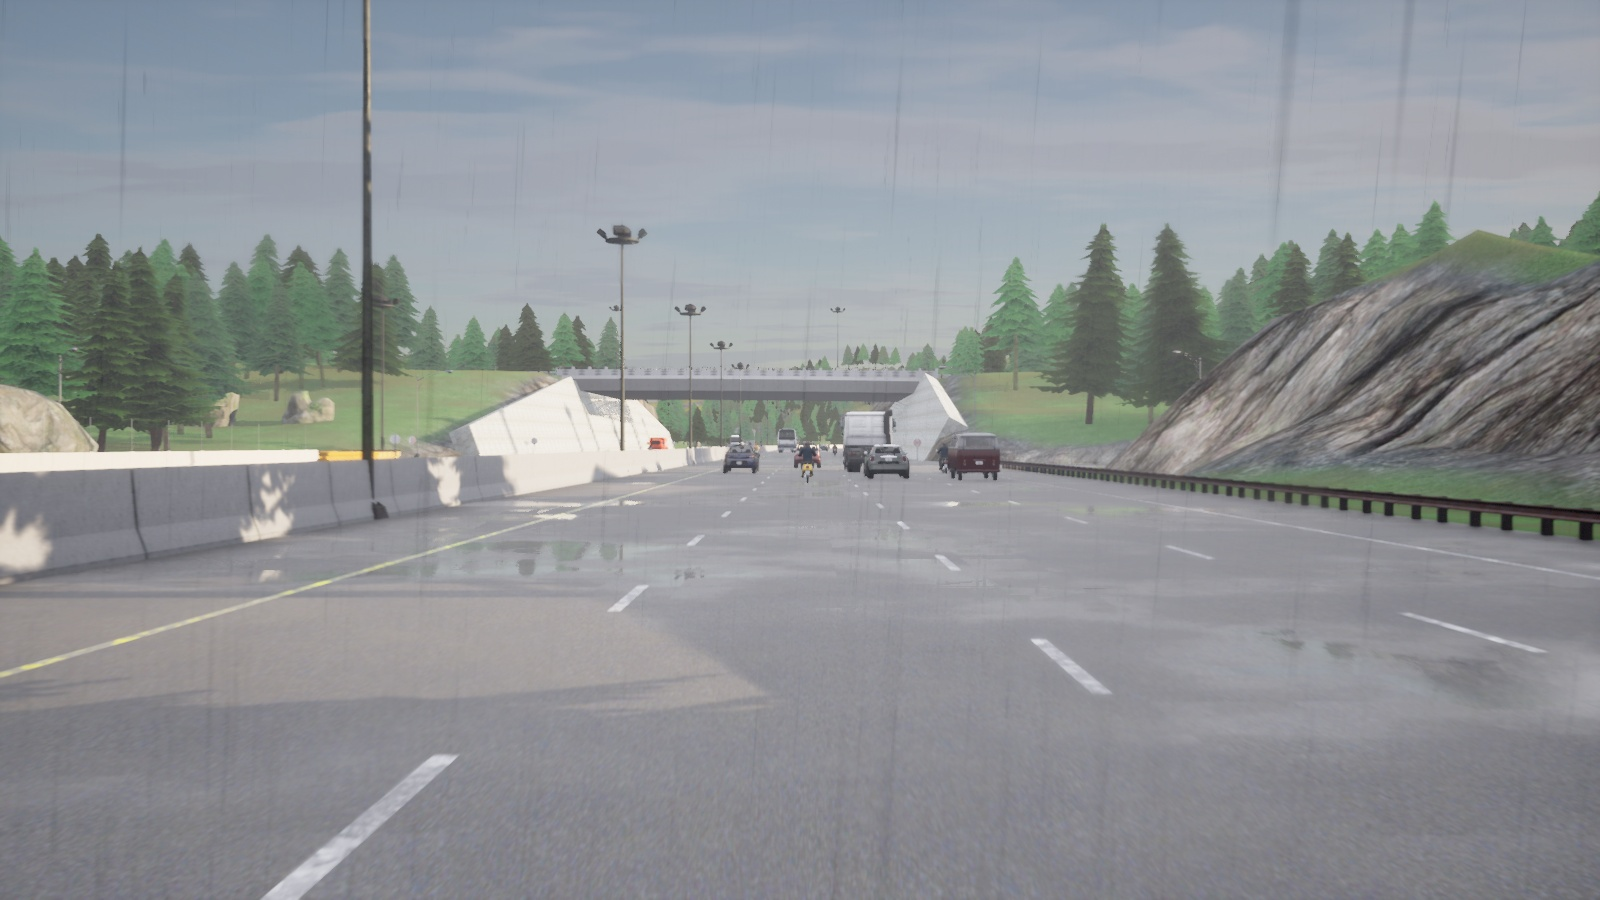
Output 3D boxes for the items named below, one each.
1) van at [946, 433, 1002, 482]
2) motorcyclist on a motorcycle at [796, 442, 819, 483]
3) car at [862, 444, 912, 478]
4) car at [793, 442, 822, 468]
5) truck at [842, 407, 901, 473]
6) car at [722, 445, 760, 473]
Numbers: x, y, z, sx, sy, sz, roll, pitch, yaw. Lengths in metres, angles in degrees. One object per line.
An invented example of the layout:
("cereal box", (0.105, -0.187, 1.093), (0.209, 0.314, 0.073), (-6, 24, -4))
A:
("van", (7.320, 0.274, 53.264), (1.775, 1.987, 4.442), (0, 0, 0))
("motorcyclist on a motorcycle", (0.301, 0.482, 50.071), (0.866, 1.590, 1.817), (0, 0, 0))
("car", (3.834, 0.472, 55.923), (1.970, 1.475, 3.806), (0, 0, 0))
("car", (0.477, 0.293, 80.879), (1.851, 1.617, 3.988), (0, 0, 0))
("truck", (3.916, -0.537, 70.089), (2.891, 3.462, 7.936), (0, 0, 0))
("car", (-3.103, 0.466, 66.912), (1.816, 1.474, 4.193), (0, 0, 0))
